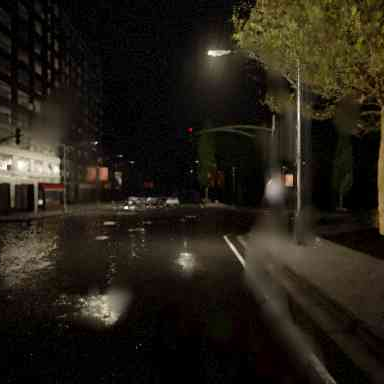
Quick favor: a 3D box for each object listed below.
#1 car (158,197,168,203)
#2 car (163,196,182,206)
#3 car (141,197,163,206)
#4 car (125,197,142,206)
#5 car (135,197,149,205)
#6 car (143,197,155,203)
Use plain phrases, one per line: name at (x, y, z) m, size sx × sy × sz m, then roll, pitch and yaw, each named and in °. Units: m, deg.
car at (-6.489, 1.836, 75.221) m, size 1.895 × 1.301 × 4.718 m, roll 0°, pitch -1°, yaw 0°
car at (-3.158, 1.678, 54.884) m, size 1.895 × 1.301 × 4.718 m, roll 0°, pitch 0°, yaw 0°
car at (-6.530, 1.625, 54.945) m, size 2.033 × 1.411 × 5.357 m, roll 0°, pitch 0°, yaw 1°
car at (-9.780, 1.571, 55.203) m, size 2.128 × 1.511 × 4.902 m, roll 0°, pitch 0°, yaw 1°
car at (-9.741, 1.703, 65.500) m, size 2.033 × 1.411 × 5.357 m, roll 0°, pitch 0°, yaw 0°
car at (-9.739, 1.788, 76.044) m, size 2.033 × 1.411 × 5.357 m, roll 0°, pitch -1°, yaw 0°
